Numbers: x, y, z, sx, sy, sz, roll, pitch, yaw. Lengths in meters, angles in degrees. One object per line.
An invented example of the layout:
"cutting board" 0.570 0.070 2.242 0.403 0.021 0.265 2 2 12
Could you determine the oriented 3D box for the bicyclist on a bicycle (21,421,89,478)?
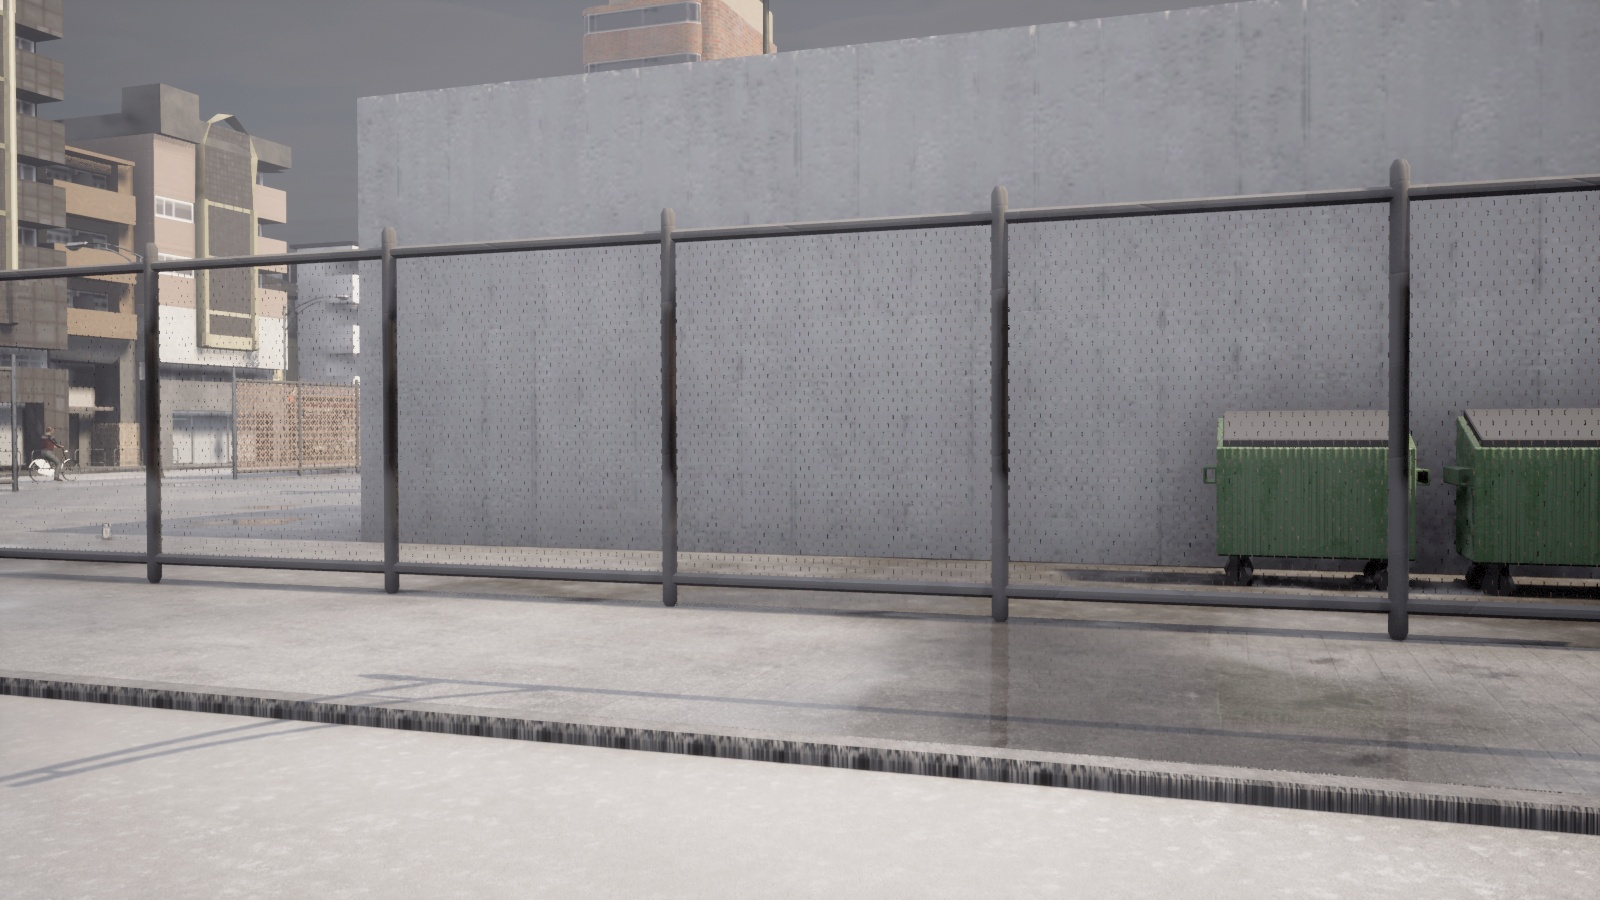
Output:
"bicyclist on a bicycle" -23.671 -0.031 39.939 0.659 1.776 1.843 1 1 19
